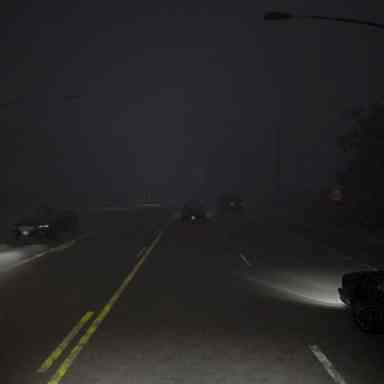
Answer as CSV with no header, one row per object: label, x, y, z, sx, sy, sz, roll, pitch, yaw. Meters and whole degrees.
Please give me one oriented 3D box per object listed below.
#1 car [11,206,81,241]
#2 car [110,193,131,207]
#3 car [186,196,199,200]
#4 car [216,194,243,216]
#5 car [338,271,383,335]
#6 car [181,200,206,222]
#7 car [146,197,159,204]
car,-7.106,1.482,16.639,2.128,1.511,4.902,0,0,0
car,-10.592,1.195,49.664,2.150,2.045,5.566,0,0,0
car,0.081,1.447,51.589,1.882,1.535,5.008,0,0,0
car,3.588,1.204,32.125,2.150,2.045,5.566,0,0,0
car,3.600,1.545,3.649,2.033,1.411,5.357,0,0,0
car,0.090,1.585,26.301,1.895,1.301,4.718,0,0,0
car,-7.059,1.512,59.851,1.994,1.385,4.181,0,0,1
